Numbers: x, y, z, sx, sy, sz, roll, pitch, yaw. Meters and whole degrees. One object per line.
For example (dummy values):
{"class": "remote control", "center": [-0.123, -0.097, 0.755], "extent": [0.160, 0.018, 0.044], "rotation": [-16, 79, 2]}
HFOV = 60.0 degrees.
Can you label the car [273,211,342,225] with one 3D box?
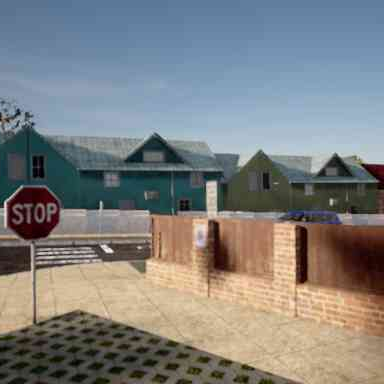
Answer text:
{"class": "car", "center": [6.891, 2.191, 20.957], "extent": [5.566, 2.045, 2.150], "rotation": [2, -2, -23]}
